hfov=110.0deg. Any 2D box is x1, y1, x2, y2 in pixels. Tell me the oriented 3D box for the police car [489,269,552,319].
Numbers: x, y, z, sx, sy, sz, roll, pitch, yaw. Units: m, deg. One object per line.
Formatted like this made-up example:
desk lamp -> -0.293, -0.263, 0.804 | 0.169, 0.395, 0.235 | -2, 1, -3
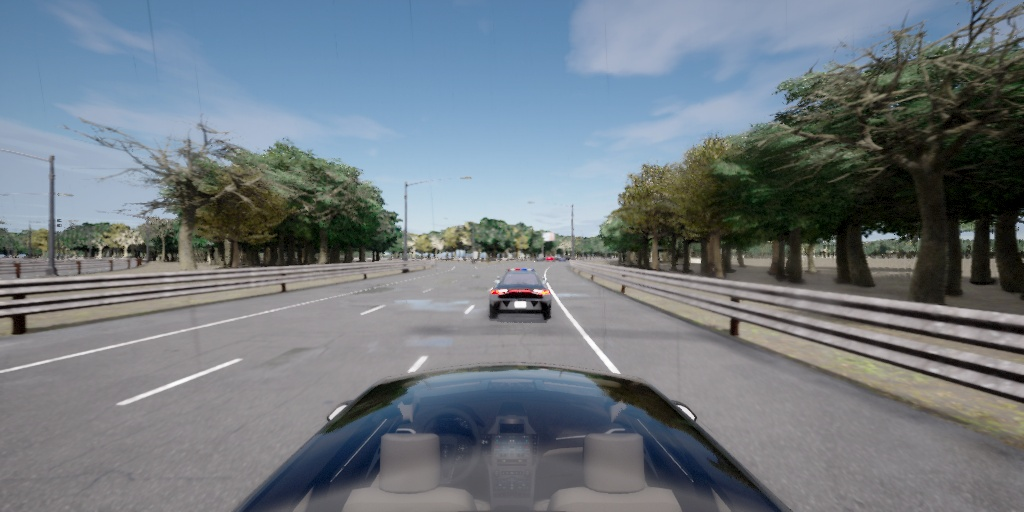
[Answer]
police car -> 0.316, 1.234, 12.855 | 2.038, 1.542, 4.974 | 0, 0, 2
